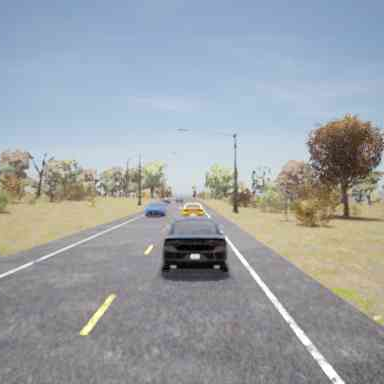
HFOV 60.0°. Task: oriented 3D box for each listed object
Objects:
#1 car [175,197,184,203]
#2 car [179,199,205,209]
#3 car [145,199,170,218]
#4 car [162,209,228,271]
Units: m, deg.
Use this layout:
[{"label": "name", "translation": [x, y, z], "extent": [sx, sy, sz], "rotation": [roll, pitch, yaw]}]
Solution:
[{"label": "car", "translation": [-3.503, 2.147, 89.308], "extent": [1.994, 1.385, 4.181], "rotation": [0, -1, 0]}, {"label": "car", "translation": [0.090, 1.701, 29.221], "extent": [1.882, 1.535, 5.008], "rotation": [0, 0, 0]}, {"label": "car", "translation": [-3.603, 1.738, 33.874], "extent": [1.882, 1.535, 5.008], "rotation": [0, -1, 0]}, {"label": "car", "translation": [0.088, 1.562, 11.225], "extent": [1.882, 1.535, 5.008], "rotation": [0, 0, 0]}]
